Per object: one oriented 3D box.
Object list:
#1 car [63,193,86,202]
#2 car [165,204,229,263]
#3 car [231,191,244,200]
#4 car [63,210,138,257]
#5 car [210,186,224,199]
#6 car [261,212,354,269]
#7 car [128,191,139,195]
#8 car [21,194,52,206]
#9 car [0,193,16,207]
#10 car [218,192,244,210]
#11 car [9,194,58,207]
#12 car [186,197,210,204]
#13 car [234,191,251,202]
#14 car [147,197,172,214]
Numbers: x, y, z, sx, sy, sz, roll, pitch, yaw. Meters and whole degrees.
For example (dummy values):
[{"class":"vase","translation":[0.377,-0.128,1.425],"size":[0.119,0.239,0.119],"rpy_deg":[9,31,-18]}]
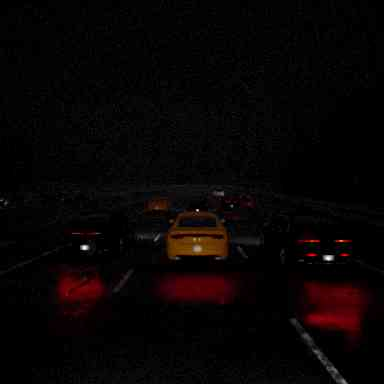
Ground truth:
[{"class":"car","translation":[-16.643,0.890,47.254],"size":[1.882,1.535,5.008],"rpy_deg":[0,1,2]},{"class":"car","translation":[0.183,1.429,11.831],"size":[1.882,1.535,5.008],"rpy_deg":[0,1,1]},{"class":"car","translation":[8.406,0.542,61.760],"size":[1.837,1.490,4.892],"rpy_deg":[0,2,2]},{"class":"car","translation":[-3.306,1.448,12.749],"size":[1.837,1.490,4.892],"rpy_deg":[0,1,1]},{"class":"car","translation":[4.936,0.238,62.740],"size":[2.150,2.045,5.566],"rpy_deg":[0,2,2]},{"class":"car","translation":[3.567,1.437,11.043],"size":[1.837,1.490,4.892],"rpy_deg":[0,0,1]},{"class":"car","translation":[-12.323,0.405,70.645],"size":[1.895,1.301,4.718],"rpy_deg":[0,2,2]},{"class":"car","translation":[-20.190,1.021,43.426],"size":[1.812,1.442,4.674],"rpy_deg":[0,1,2]},{"class":"car","translation":[-23.148,0.898,40.937],"size":[2.097,1.767,4.553],"rpy_deg":[0,1,-1]},{"class":"car","translation":[4.083,1.119,35.761],"size":[1.837,1.490,4.892],"rpy_deg":[0,1,2]},{"class":"car","translation":[-13.689,1.207,29.554],"size":[1.882,1.535,5.008],"rpy_deg":[0,1,2]},{"class":"car","translation":[0.521,1.222,29.835],"size":[1.837,1.490,4.892],"rpy_deg":[0,1,2]},{"class":"car","translation":[7.958,0.815,51.739],"size":[1.812,1.442,4.674],"rpy_deg":[0,1,4]},{"class":"car","translation":[-2.946,1.176,31.116],"size":[1.882,1.535,5.008],"rpy_deg":[0,1,2]}]
